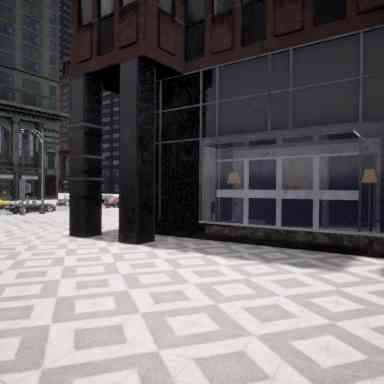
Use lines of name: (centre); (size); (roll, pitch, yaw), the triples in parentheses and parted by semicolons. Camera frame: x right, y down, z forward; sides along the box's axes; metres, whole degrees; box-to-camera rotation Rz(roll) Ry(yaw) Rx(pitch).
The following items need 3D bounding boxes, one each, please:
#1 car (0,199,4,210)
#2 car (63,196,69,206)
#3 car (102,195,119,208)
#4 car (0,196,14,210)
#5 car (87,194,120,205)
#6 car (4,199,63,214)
car: (-18.093, 1.419, 26.825); (1.947, 1.339, 4.313); (2, 2, 36)
car: (-15.935, 1.132, 44.478); (2.008, 1.369, 4.403); (2, 2, 36)
car: (-8.698, 1.244, 39.942); (1.802, 1.307, 4.206); (2, 2, 36)
car: (-22.092, 1.233, 35.880); (1.752, 1.417, 4.829); (2, 2, 36)
car: (-12.906, 1.082, 48.707); (1.947, 1.339, 4.313); (2, 2, 36)
car: (-14.961, 1.342, 31.198); (2.008, 1.369, 4.403); (2, 2, 36)
